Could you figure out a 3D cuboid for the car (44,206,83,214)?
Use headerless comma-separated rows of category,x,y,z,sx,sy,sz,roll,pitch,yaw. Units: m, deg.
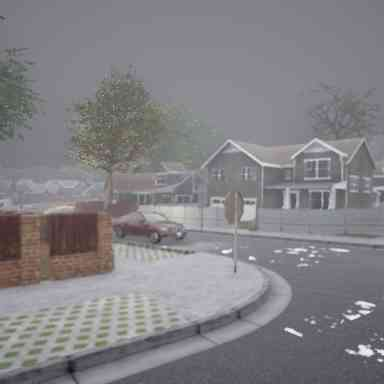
car,-9.404,1.832,24.760,1.882,1.535,5.008,1,-1,-41

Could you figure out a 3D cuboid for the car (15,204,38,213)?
car,-17.763,2.046,35.460,1.812,1.442,4.674,1,-1,-34

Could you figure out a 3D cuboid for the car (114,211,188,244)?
car,-2.313,1.769,17.497,4.674,1.442,1.812,-1,-2,43
